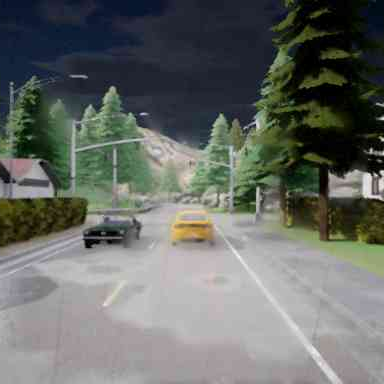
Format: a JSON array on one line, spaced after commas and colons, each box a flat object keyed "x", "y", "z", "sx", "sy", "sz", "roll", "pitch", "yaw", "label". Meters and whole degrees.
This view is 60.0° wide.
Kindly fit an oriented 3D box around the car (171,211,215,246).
[{"x": 0.046, "y": 1.641, "z": 16.168, "sx": 1.882, "sy": 1.535, "sz": 5.008, "roll": 0, "pitch": -1, "yaw": 0, "label": "car"}]

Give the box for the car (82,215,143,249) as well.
[{"x": -3.557, "y": 1.761, "z": 15.597, "sx": 1.895, "sy": 1.301, "sz": 4.718, "roll": 0, "pitch": -1, "yaw": 0, "label": "car"}]
